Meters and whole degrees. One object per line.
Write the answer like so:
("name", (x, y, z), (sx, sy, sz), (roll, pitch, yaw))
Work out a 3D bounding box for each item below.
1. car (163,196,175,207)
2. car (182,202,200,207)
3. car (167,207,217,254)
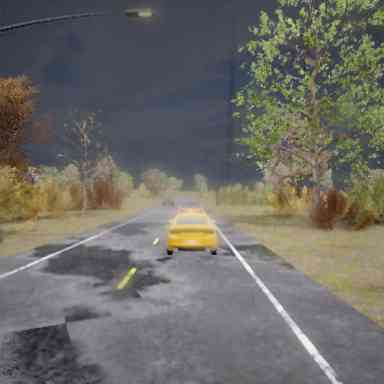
("car", (-4.593, 1.885, 65.857), (2.150, 2.045, 5.566), (0, -1, -6))
("car", (-0.052, 1.652, 28.430), (2.097, 1.767, 4.553), (0, -1, 0))
("car", (0.012, 1.629, 14.235), (1.882, 1.535, 5.008), (0, 0, 0))
